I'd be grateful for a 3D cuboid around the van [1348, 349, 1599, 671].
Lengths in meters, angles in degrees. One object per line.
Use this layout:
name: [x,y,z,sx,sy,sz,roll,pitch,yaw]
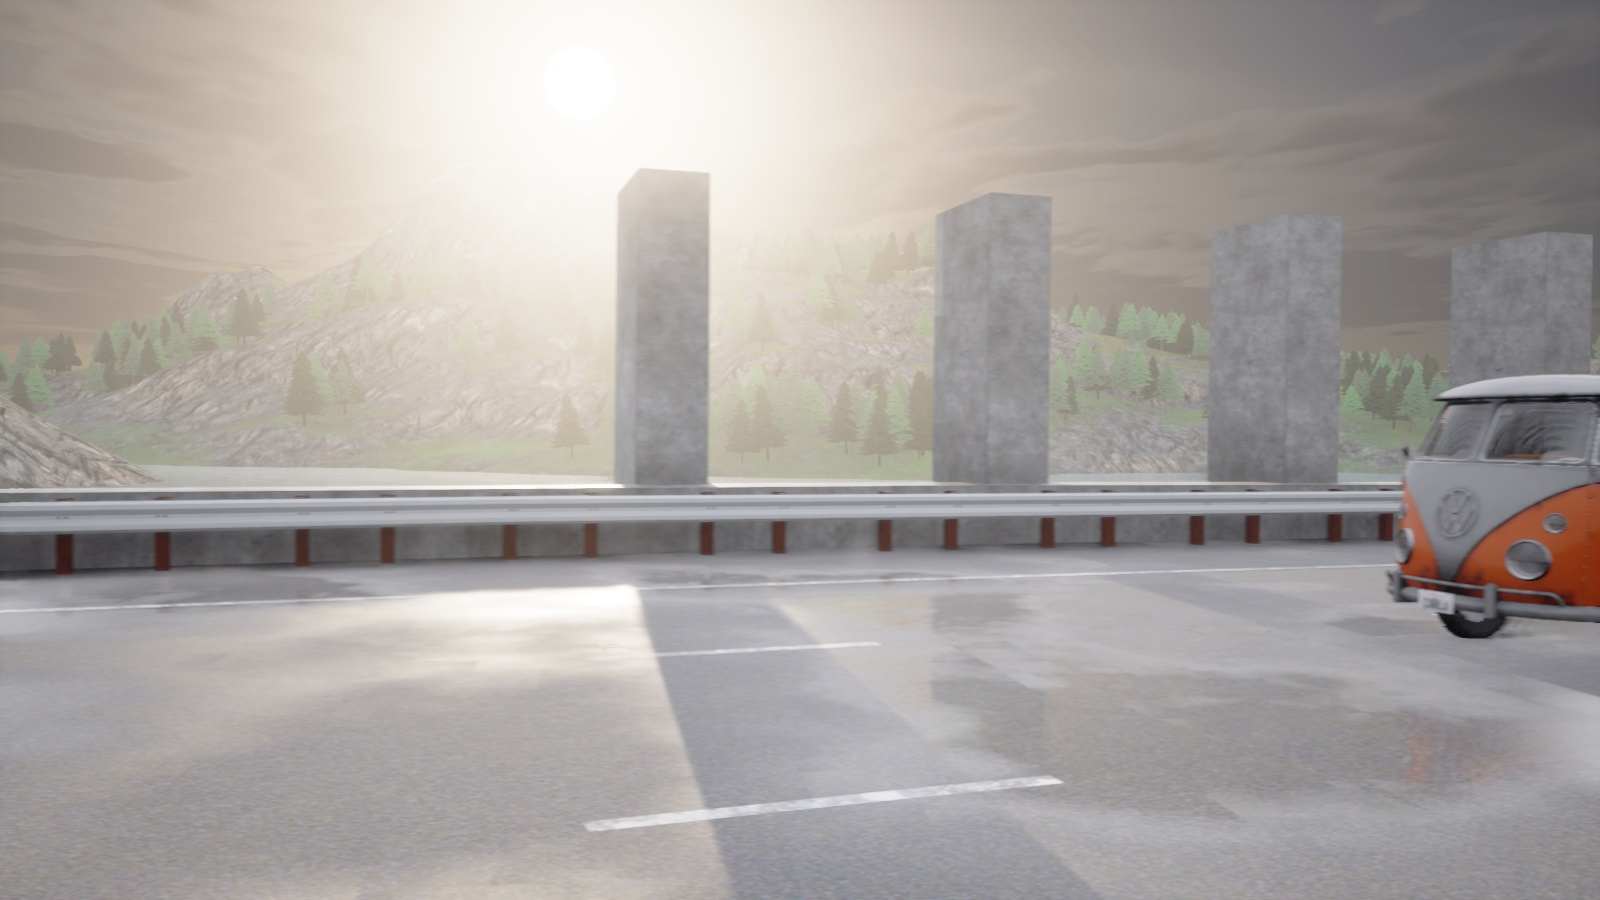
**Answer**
van: [6.508,0.329,9.275,4.442,1.987,1.775,-1,1,-18]
